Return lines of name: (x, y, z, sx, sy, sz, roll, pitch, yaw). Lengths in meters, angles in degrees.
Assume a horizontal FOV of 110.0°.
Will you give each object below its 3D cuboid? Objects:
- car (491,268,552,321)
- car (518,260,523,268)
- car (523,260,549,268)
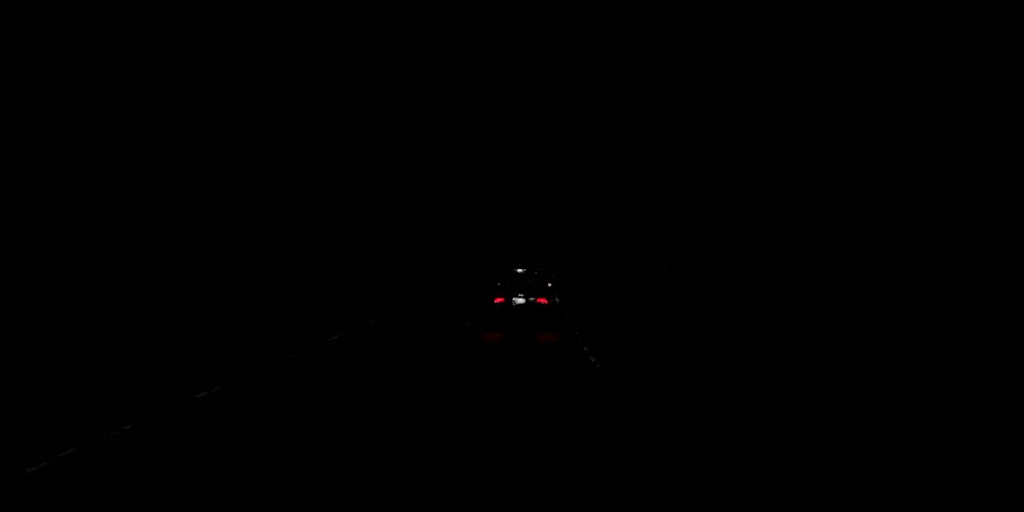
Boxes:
car: (0.407, 1.304, 12.557, 2.033, 1.411, 5.357, 0, 0, 4)
car: (2.056, 1.313, 56.761, 1.812, 1.442, 4.674, 0, 0, 7)
car: (2.347, 1.248, 32.587, 1.882, 1.535, 5.008, 0, 0, 7)
